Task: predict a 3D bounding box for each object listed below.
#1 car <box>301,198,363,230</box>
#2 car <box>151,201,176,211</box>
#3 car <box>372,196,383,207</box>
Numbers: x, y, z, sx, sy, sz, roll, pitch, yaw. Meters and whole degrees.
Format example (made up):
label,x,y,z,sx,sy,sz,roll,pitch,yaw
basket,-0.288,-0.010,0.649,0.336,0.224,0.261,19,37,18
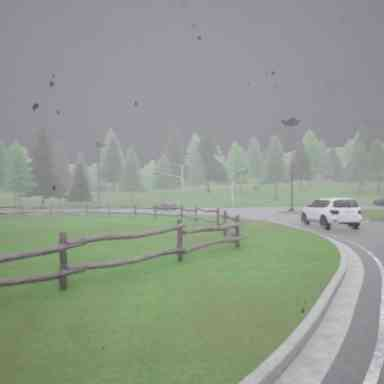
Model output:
label,x,y,z,sx,sy,sz,roll,pitch,yaw
car,9.396,1.418,22.812,2.150,2.045,5.566,0,-1,-2
car,-4.484,2.217,52.289,4.674,1.442,1.812,-1,-1,42
car,35.774,1.628,60.274,5.566,2.045,2.150,0,-1,-4
